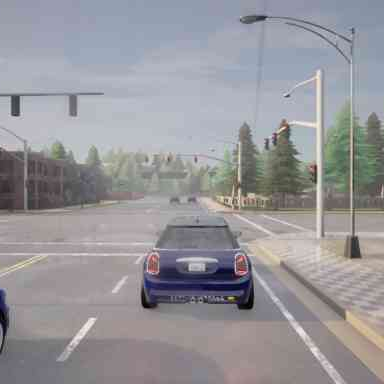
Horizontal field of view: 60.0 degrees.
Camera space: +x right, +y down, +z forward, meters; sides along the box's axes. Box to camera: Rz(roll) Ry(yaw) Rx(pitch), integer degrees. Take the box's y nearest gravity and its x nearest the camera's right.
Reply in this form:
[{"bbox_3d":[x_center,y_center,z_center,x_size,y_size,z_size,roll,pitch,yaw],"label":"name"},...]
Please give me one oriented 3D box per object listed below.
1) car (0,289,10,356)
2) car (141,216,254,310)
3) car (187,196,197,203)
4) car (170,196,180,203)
[{"bbox_3d":[-3.442,1.478,2.563,1.882,1.535,5.008,0,0,0],"label":"car"},{"bbox_3d":[0.155,1.352,8.018,2.097,1.767,4.553,0,0,2],"label":"car"},{"bbox_3d":[0.005,1.505,68.306,1.837,1.490,4.892,0,0,0],"label":"car"},{"bbox_3d":[-3.495,1.505,68.307,1.837,1.490,4.892,0,0,0],"label":"car"}]
